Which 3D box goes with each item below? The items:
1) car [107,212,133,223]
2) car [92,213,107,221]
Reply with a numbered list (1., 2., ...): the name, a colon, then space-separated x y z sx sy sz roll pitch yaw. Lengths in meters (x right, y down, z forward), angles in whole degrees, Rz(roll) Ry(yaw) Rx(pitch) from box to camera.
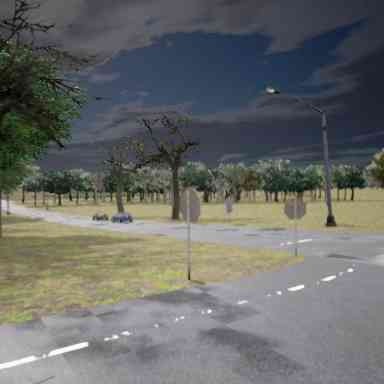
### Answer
1. car: -11.162 3.926 52.641 2.097 1.767 4.553 -2 -2 -34
2. car: -16.794 4.516 60.862 1.812 1.442 4.674 -1 -1 -34
